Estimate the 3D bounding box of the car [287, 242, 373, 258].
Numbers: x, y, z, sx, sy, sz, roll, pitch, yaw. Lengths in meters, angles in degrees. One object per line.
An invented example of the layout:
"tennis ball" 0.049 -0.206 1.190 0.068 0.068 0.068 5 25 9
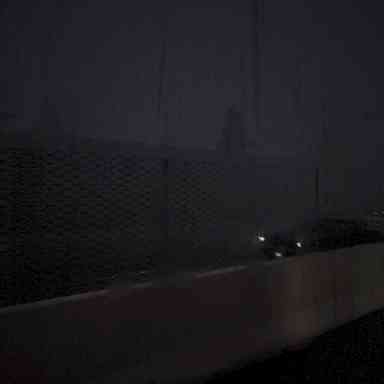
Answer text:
"car" 4.421 1.606 11.442 4.718 1.301 1.895 0 0 -35
